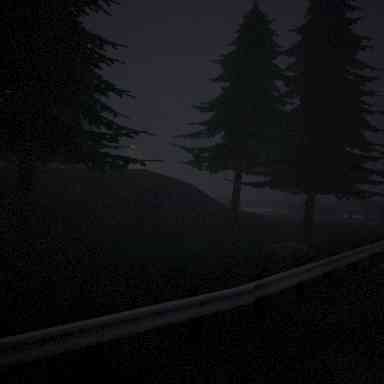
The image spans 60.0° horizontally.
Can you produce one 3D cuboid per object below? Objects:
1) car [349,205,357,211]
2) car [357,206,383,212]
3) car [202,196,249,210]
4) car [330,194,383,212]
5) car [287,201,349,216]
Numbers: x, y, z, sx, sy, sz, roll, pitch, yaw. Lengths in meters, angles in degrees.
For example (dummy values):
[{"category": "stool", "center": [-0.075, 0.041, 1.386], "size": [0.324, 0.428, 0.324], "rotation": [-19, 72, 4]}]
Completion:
[{"category": "car", "center": [19.131, 1.605, 36.707], "size": [4.718, 1.301, 1.895], "rotation": [0, 0, 34]}, {"category": "car", "center": [19.216, 1.484, 32.435], "size": [5.008, 1.535, 1.882], "rotation": [0, 0, 34]}, {"category": "car", "center": [4.265, 1.473, 42.484], "size": [4.902, 1.511, 2.128], "rotation": [0, 0, 34]}, {"category": "car", "center": [19.980, 1.225, 40.354], "size": [5.566, 2.045, 2.150], "rotation": [0, 0, 34]}, {"category": "car", "center": [12.194, 1.552, 32.935], "size": [5.357, 1.411, 2.033], "rotation": [0, 0, 34]}]
